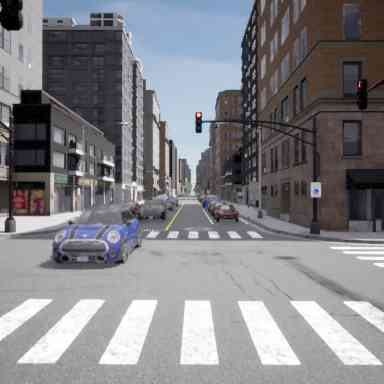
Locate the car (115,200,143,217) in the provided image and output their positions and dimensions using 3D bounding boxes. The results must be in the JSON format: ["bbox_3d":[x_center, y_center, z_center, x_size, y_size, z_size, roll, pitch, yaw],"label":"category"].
[{"bbox_3d":[-5.901,1.552,31.646,1.887,1.381,4.507,1,0,0],"label":"car"}]

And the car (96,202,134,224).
[{"bbox_3d":[-5.892,1.550,25.973,1.887,1.381,4.507,1,0,0],"label":"car"}]

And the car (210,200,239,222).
[{"bbox_3d":[2.634,1.588,25.978,1.802,1.307,4.206,1,0,0],"label":"car"}]

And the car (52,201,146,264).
[{"bbox_3d":[-3.105,1.338,11.719,2.097,1.767,4.553,1,-1,0],"label":"car"}]

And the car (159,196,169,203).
[{"bbox_3d":[-5.966,1.609,71.356,1.802,1.307,4.206,1,0,0],"label":"car"}]

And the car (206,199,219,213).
[{"bbox_3d":[2.624,1.589,31.651,1.802,1.307,4.206,1,0,0],"label":"car"}]

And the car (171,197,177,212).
[{"bbox_3d":[-3.159,1.574,39.402,1.994,1.385,4.181,0,0,0],"label":"car"}]

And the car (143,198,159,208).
[{"bbox_3d":[-5.929,1.596,48.665,1.802,1.307,4.206,1,0,0],"label":"car"}]

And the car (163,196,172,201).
[{"bbox_3d":[-5.985,1.600,82.702,1.947,1.339,4.313,1,0,0],"label":"car"}]

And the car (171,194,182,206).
[{"bbox_3d":[-3.148,1.508,52.400,2.128,1.511,4.902,0,0,0],"label":"car"}]

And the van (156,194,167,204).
[{"bbox_3d":[-5.955,1.365,65.683,1.690,1.788,3.998,1,0,0],"label":"van"}]

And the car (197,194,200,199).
[{"bbox_3d":[2.559,1.593,71.365,1.947,1.339,4.313,1,0,0],"label":"car"}]

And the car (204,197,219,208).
[{"bbox_3d":[2.615,1.591,37.325,1.802,1.307,4.206,1,0,0],"label":"car"}]

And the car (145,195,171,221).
[{"bbox_3d":[-3.141,1.357,27.411,2.097,1.767,4.553,0,0,-1],"label":"car"}]

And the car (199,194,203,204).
[{"bbox_3d":[2.599,1.329,48.672,2.192,1.841,5.009,1,0,0],"label":"car"}]

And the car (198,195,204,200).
[{"bbox_3d":[2.523,1.565,94.229,1.752,1.417,4.829,1,0,0],"label":"car"}]

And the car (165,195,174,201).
[{"bbox_3d":[-5.994,1.603,88.375,1.947,1.339,4.313,1,0,0],"label":"car"}]

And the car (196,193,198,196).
[{"bbox_3d":[2.543,1.349,82.712,2.192,1.841,5.009,1,0,0],"label":"car"}]

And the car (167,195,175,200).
[{"bbox_3d":[-6.003,1.584,94.048,1.887,1.381,4.507,1,0,0],"label":"car"}]

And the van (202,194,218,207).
[{"bbox_3d":[2.608,1.353,42.999,1.690,1.788,3.998,1,0,0],"label":"van"}]

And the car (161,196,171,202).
[{"bbox_3d":[-5.975,1.582,77.029,2.008,1.369,4.403,1,0,0],"label":"car"}]
